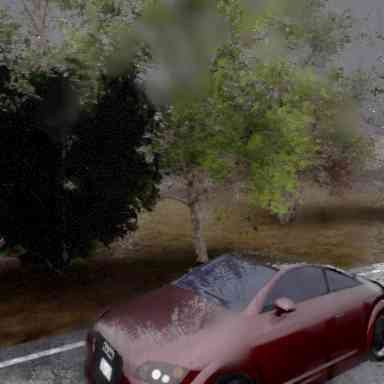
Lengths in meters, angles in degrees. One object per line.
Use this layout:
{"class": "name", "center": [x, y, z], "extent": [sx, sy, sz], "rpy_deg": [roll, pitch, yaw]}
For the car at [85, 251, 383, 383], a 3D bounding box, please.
{"class": "car", "center": [0.820, 1.543, 4.360], "extent": [4.181, 1.385, 1.994], "rpy_deg": [0, 0, -33]}
